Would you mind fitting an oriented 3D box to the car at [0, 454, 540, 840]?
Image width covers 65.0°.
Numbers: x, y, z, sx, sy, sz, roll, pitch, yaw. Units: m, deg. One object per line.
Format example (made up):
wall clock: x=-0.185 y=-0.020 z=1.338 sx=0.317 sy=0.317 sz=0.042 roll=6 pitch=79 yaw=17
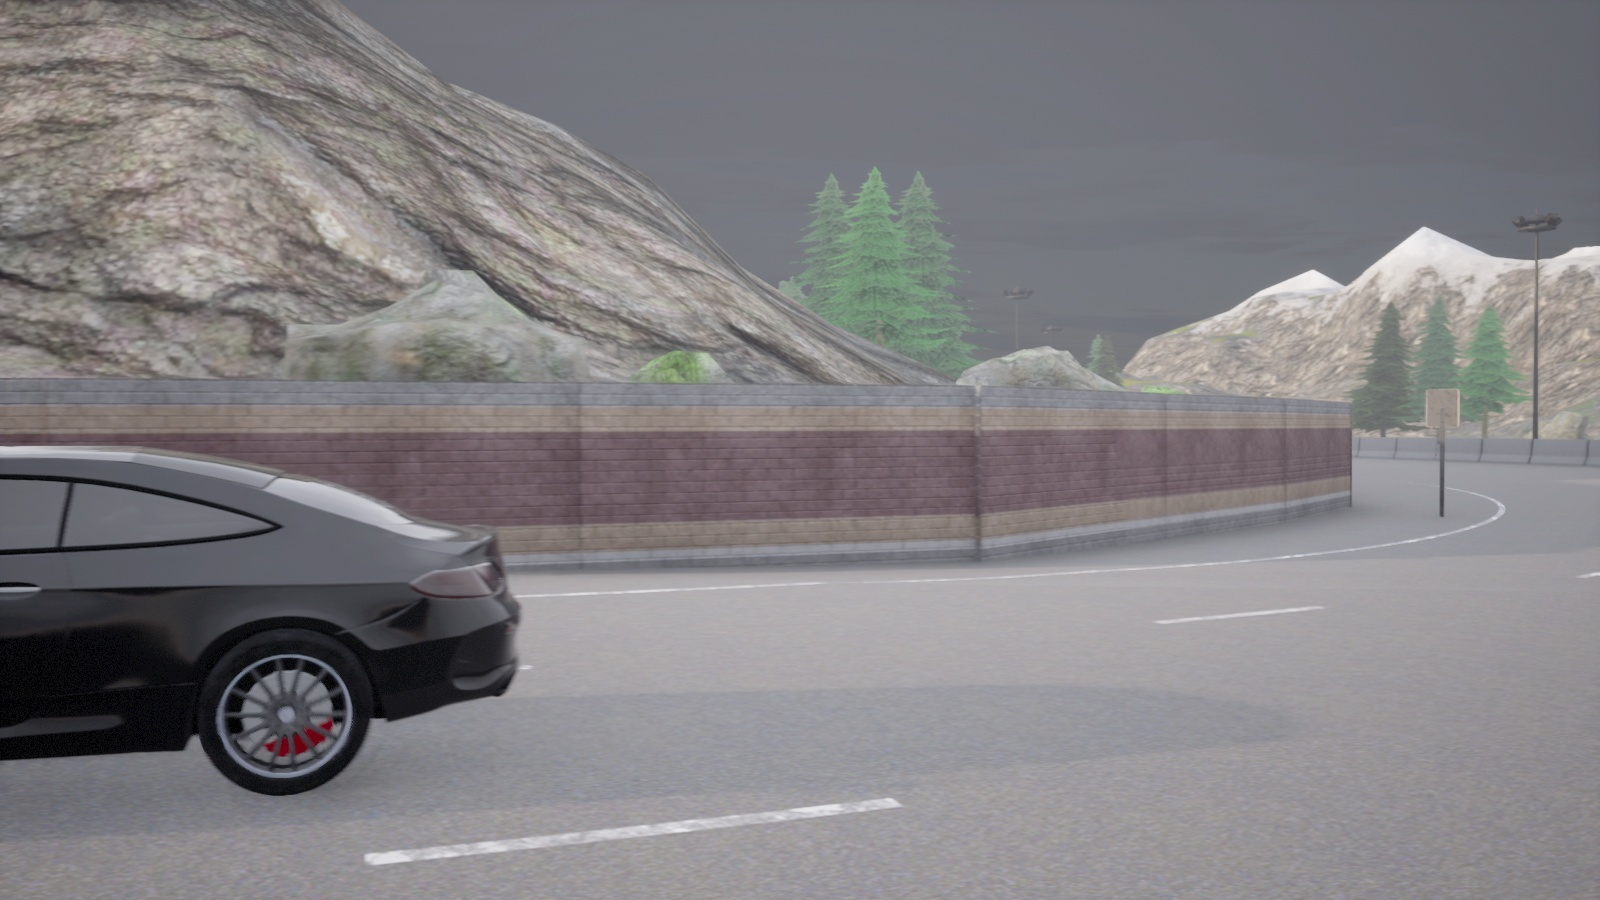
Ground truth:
car: x=-3.659 y=0.784 z=5.627 sx=4.674 sy=1.442 sz=1.812 roll=-1 pitch=1 yaw=-19
